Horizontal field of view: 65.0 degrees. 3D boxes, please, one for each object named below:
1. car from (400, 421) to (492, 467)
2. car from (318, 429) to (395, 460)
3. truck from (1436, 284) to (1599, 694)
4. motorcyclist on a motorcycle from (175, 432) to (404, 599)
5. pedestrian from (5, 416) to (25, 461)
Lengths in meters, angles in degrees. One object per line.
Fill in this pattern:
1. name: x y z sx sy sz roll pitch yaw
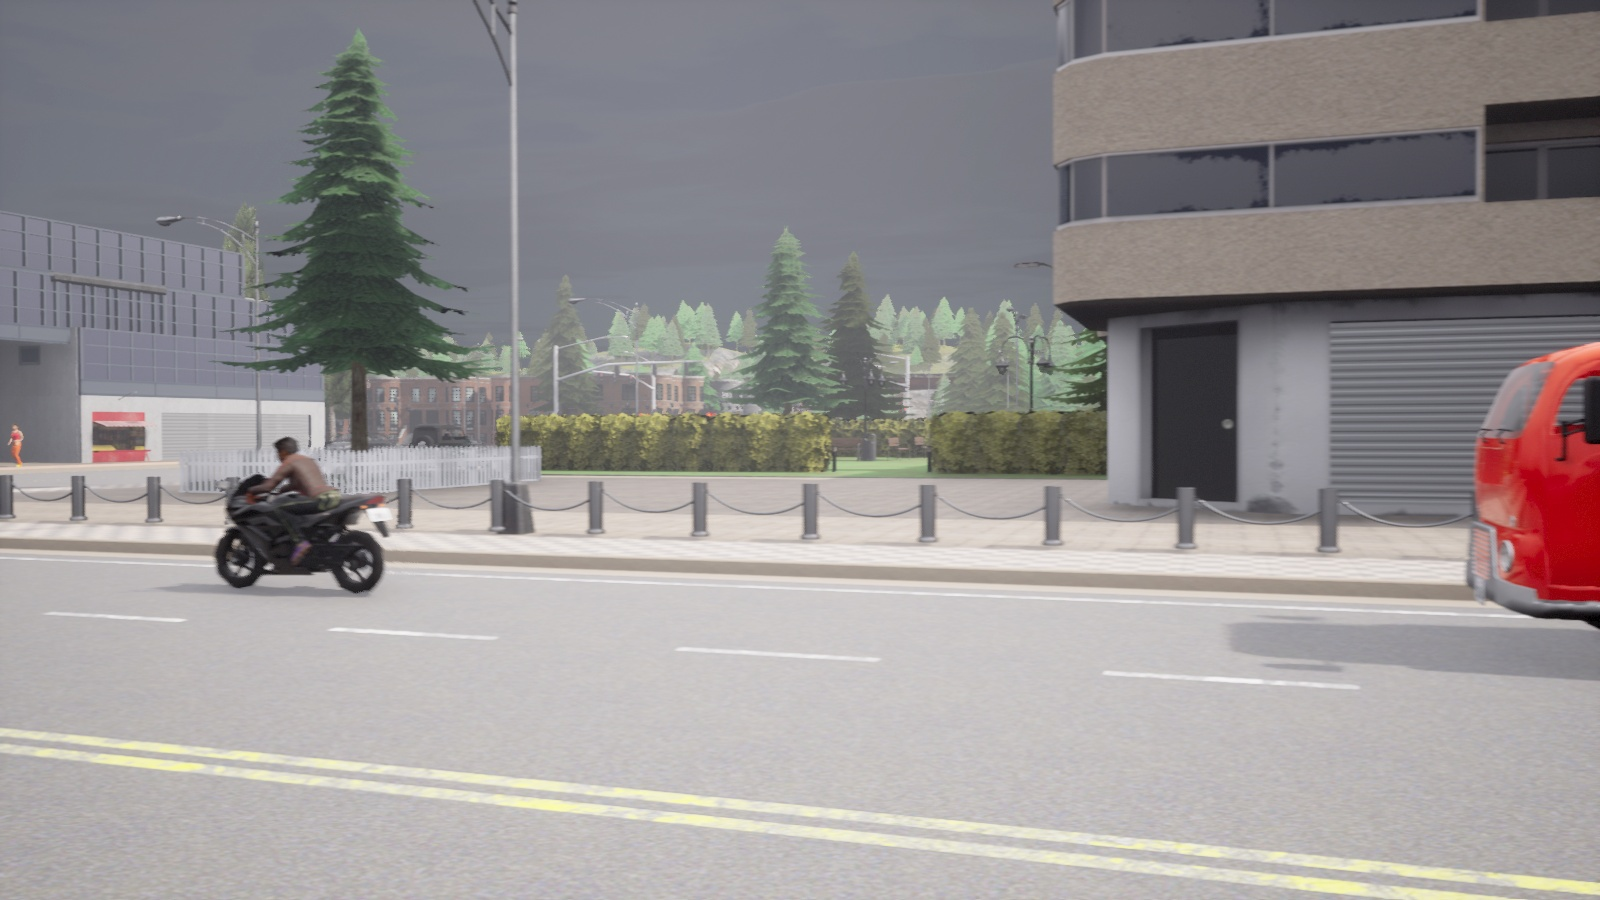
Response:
1. car: -15.068 -0.293 53.616 1.905 1.878 3.866 1 1 19
2. car: -22.589 -0.307 64.123 1.789 1.549 3.705 1 1 19
3. truck: 7.234 0.237 8.137 5.204 2.467 2.627 1 1 19
4. motorcyclist on a motorcycle: -4.974 0.594 12.251 2.044 1.523 0.797 1 1 19
5. pedestrian: -32.076 -0.458 51.322 0.345 1.836 0.594 1 1 18
